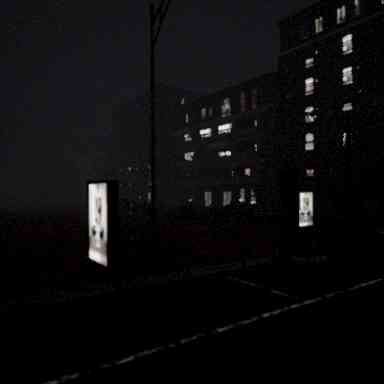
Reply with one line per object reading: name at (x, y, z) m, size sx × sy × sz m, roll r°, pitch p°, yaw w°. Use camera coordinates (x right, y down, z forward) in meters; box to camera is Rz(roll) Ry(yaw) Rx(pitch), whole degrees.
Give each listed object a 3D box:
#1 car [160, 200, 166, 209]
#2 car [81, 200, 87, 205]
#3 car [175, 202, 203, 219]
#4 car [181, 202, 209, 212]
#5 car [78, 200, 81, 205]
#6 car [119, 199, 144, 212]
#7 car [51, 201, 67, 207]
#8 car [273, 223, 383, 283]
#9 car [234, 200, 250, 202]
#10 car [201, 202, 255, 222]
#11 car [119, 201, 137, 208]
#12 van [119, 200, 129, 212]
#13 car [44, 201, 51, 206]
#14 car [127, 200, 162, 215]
car at (-6.209, 2.111, 56.928) m, size 1.967 × 1.590 × 4.097 m, roll -2°, pitch 0°, yaw -36°
car at (-25.798, 2.729, 83.996) m, size 1.947 × 1.339 × 4.313 m, roll -2°, pitch 0°, yaw -36°
car at (-0.044, 1.963, 33.889) m, size 2.008 × 1.369 × 4.403 m, roll -2°, pitch 0°, yaw -36°
car at (0.384, 2.088, 47.948) m, size 1.802 × 1.307 × 4.206 m, roll -2°, pitch 0°, yaw -36°
car at (-29.063, 2.790, 88.508) m, size 1.887 × 1.381 × 4.507 m, roll -2°, pitch 0°, yaw -36°
car at (-9.407, 2.032, 51.578) m, size 2.097 × 1.767 × 4.553 m, roll -1°, pitch 0°, yaw -35°
car at (-29.323, 2.698, 74.572) m, size 2.008 × 1.369 × 4.403 m, roll -2°, pitch 0°, yaw -36°
car at (4.159, 1.579, 9.531) m, size 4.206 × 1.307 × 1.802 m, roll 0°, pitch 0°, yaw -35°
car at (5.641, 1.816, 40.765) m, size 1.967 × 1.590 × 4.097 m, roll -2°, pitch 0°, yaw -36°
car at (3.221, 1.882, 29.377) m, size 2.008 × 1.369 × 4.403 m, roll -2°, pitch 0°, yaw -36°
car at (-12.738, 2.416, 65.949) m, size 1.802 × 1.307 × 4.206 m, roll -2°, pitch 0°, yaw -36°
van at (-11.040, 2.029, 49.252) m, size 1.690 × 1.788 × 3.998 m, roll -2°, pitch 0°, yaw -36°
car at (-35.852, 2.857, 83.596) m, size 1.887 × 1.381 × 4.507 m, roll -2°, pitch 0°, yaw -36°
car at (-6.121, 2.109, 42.365) m, size 1.887 × 1.381 × 4.507 m, roll -2°, pitch 0°, yaw -36°
